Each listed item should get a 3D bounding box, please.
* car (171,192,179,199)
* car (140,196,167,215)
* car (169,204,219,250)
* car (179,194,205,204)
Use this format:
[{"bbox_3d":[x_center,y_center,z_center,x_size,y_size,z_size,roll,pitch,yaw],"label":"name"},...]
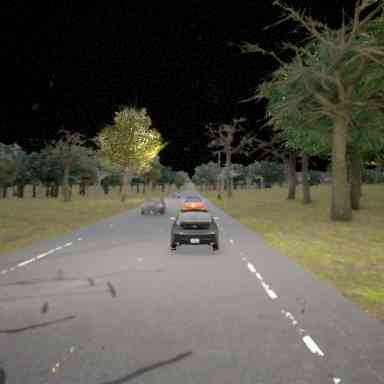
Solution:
[{"bbox_3d":[-3.483,0.734,71.951,2.033,1.411,5.357,0,1,0],"label":"car"},{"bbox_3d":[-3.587,1.205,31.594,2.097,1.767,4.553,0,1,0],"label":"car"},{"bbox_3d":[0.104,1.473,14.222,1.837,1.490,4.892,0,0,0],"label":"car"},{"bbox_3d":[0.108,1.212,30.763,2.097,1.767,4.553,0,1,0],"label":"car"}]
